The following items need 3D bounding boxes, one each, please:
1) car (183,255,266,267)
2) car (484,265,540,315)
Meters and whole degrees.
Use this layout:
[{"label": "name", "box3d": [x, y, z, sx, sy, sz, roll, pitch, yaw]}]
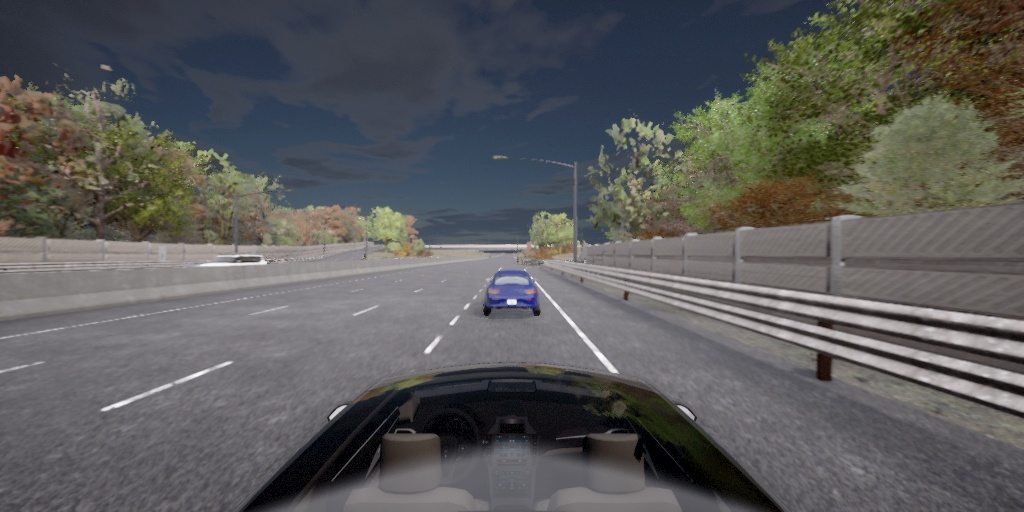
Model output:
[{"label": "car", "box3d": [-21.100, 0.902, 27.063, 2.150, 2.045, 5.566, 0, 0, 0]}, {"label": "car", "box3d": [-0.004, 1.239, 13.269, 1.812, 1.442, 4.674, 0, 0, 0]}]
